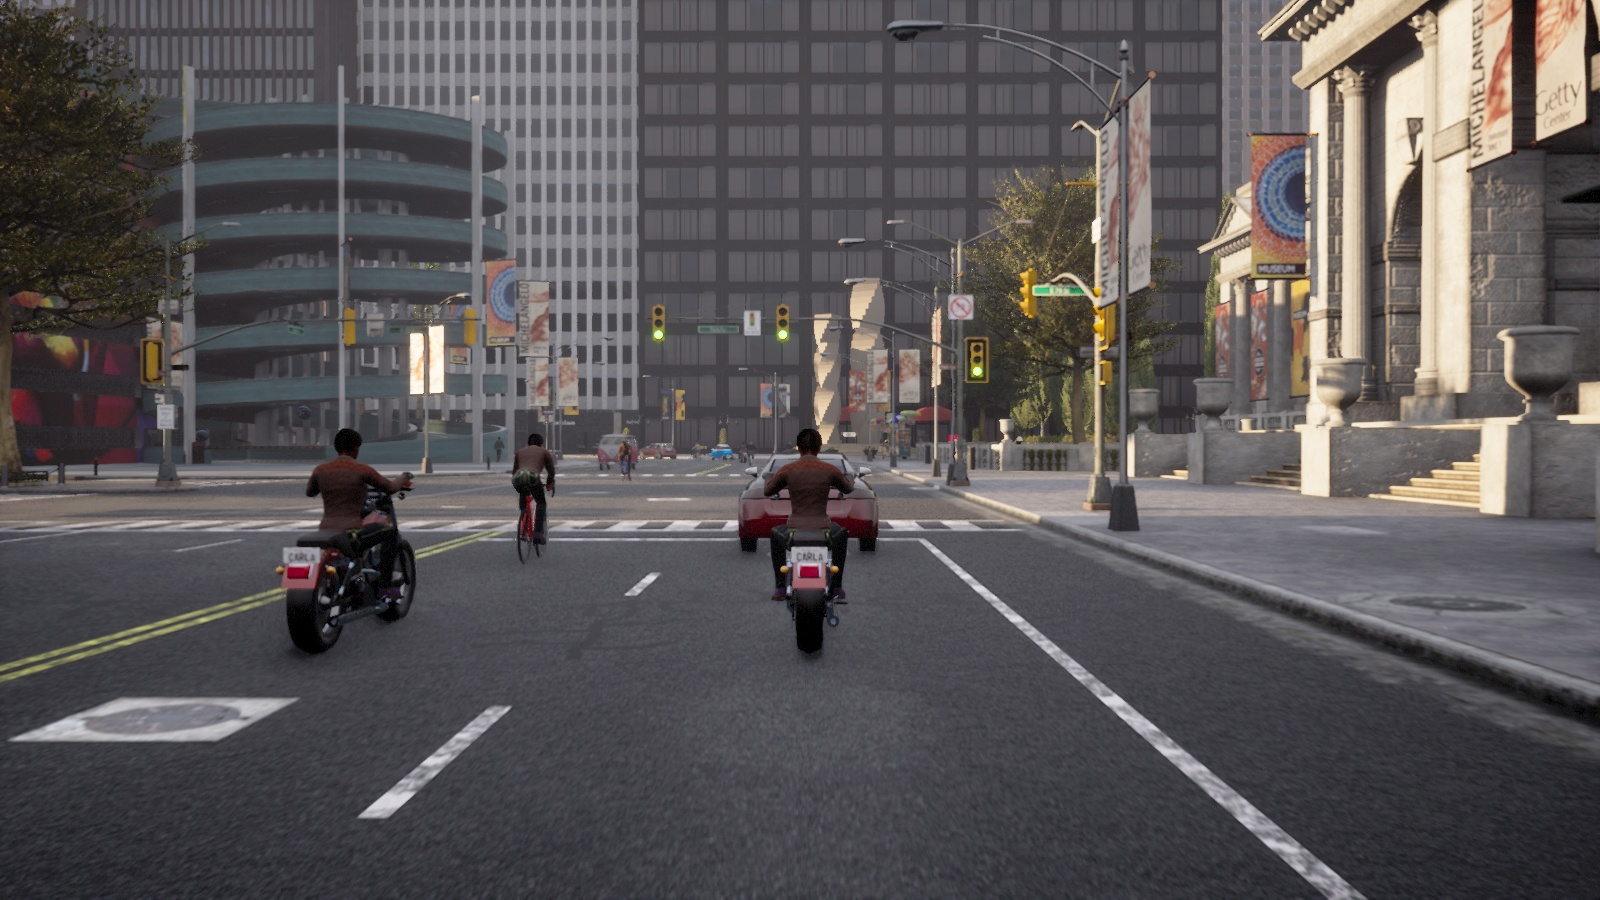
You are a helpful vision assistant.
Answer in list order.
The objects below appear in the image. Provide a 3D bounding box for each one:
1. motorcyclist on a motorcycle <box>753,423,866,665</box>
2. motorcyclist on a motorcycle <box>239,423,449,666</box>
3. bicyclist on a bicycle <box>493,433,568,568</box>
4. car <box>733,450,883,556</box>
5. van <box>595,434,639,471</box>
[{"bbox_3d":[0.071,0.642,9.739,0.766,1.649,2.350,0,0,0],"label":"motorcyclist on a motorcycle"},{"bbox_3d":[-3.429,0.639,9.715,0.766,1.649,2.350,0,0,0],"label":"motorcyclist on a motorcycle"},{"bbox_3d":[-3.394,0.607,15.936,0.582,1.620,1.656,0,0,0],"label":"bicyclist on a bicycle"},{"bbox_3d":[0.123,0.704,18.805,1.994,1.385,4.181,0,0,0],"label":"car"},{"bbox_3d":[-10.092,0.099,69.543,1.775,1.987,4.442,0,0,0],"label":"van"}]
